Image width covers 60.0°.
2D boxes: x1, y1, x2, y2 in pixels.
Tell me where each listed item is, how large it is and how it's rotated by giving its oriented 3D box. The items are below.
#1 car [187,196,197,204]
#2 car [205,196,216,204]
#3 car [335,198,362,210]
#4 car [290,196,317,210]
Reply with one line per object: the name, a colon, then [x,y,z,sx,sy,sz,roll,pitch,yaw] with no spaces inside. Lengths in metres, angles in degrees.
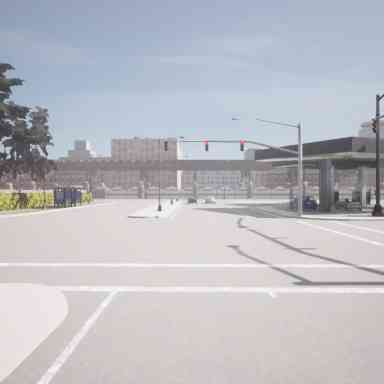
car: [0.061,1.547,64.454,2.033,1.411,5.357,0,0,0]
car: [3.561,1.526,64.451,1.812,1.442,4.674,0,0,0]
car: [18.994,1.456,40.524,1.970,1.475,3.806,0,0,0]
car: [13.248,1.295,39.767,2.242,1.667,4.611,0,0,0]
